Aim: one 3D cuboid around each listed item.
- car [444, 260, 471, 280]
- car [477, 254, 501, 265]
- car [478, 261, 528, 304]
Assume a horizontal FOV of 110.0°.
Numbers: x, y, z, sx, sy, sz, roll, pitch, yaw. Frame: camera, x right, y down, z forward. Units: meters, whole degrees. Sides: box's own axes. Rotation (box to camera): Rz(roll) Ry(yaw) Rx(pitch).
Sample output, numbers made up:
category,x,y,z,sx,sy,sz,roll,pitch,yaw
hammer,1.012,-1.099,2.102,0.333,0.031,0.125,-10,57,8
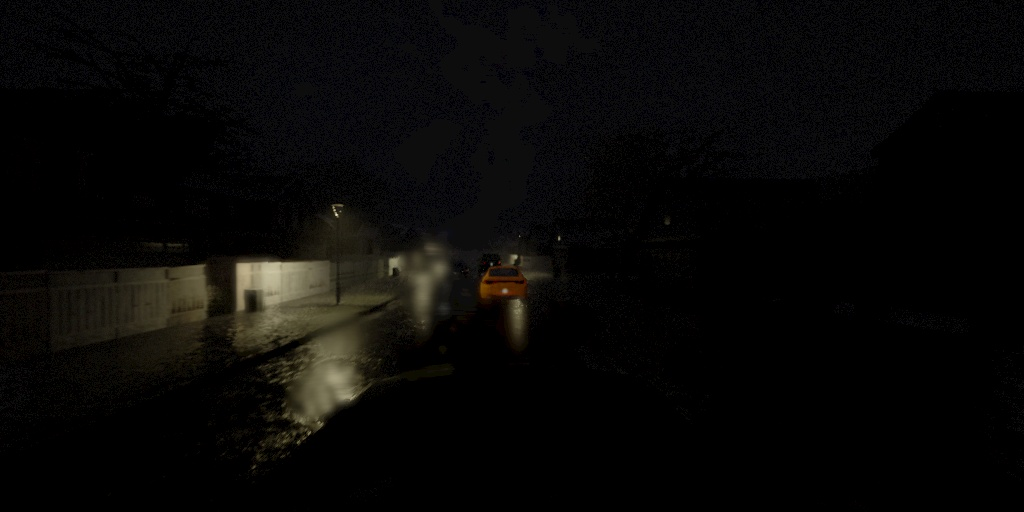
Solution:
category,x,y,z,sx,sy,sz,roll,pitch,yaw
car,-4.494,1.127,29.891,1.837,1.490,4.892,0,1,-6
car,-2.170,0.778,35.005,2.150,2.045,5.566,0,1,-7
car,-0.400,1.181,16.184,1.882,1.535,5.008,0,0,-3
